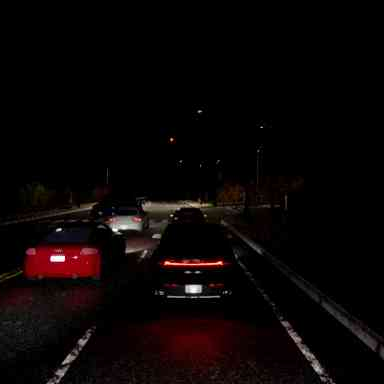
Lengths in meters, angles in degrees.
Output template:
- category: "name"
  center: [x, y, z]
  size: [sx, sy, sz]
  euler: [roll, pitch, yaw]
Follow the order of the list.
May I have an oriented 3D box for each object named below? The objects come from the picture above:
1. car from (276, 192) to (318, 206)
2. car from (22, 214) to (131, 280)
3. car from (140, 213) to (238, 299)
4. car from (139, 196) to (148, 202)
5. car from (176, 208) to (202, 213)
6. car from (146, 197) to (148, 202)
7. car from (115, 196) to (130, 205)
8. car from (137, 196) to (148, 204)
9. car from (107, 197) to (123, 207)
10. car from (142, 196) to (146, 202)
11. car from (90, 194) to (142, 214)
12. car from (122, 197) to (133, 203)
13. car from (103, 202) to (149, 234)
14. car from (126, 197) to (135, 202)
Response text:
- category: "car"
  center: [12.060, 0.746, 38.322]
  size: [4.674, 1.442, 1.812]
  euler: [-3, 0, -2]
- category: "car"
  center: [-3.259, 1.570, 9.978]
  size: [1.994, 1.385, 4.181]
  euler: [0, 0, -1]
- category: "car"
  center: [0.013, 1.509, 8.446]
  size: [1.837, 1.490, 4.892]
  euler: [0, 0, 0]
- category: "car"
  center: [-11.796, 1.731, 81.193]
  size: [2.128, 1.511, 4.902]
  euler: [0, 0, -7]
- category: "car"
  center: [-0.179, 1.561, 17.853]
  size: [2.033, 1.411, 5.357]
  euler: [0, 0, -2]
- category: "car"
  center: [-9.589, 1.684, 61.081]
  size: [1.994, 1.385, 4.181]
  euler: [0, 0, -5]
- category: "car"
  center: [-12.928, 1.615, 61.982]
  size: [2.128, 1.511, 4.902]
  euler: [0, 0, -5]
- category: "car"
  center: [-10.556, 1.684, 71.054]
  size: [2.128, 1.511, 4.902]
  euler: [0, 0, -6]
- category: "car"
  center: [-12.128, 1.615, 52.893]
  size: [1.812, 1.442, 4.674]
  euler: [0, 0, -5]
- category: "car"
  center: [-8.811, 1.578, 52.228]
  size: [2.128, 1.511, 4.902]
  euler: [0, 0, -5]
- category: "car"
  center: [-6.489, 1.232, 28.200]
  size: [2.150, 2.045, 5.566]
  euler: [-1, 1, 12]
- category: "car"
  center: [-13.901, 1.714, 71.708]
  size: [1.994, 1.385, 4.181]
  euler: [0, 0, -7]
- category: "car"
  center: [-3.479, 1.540, 18.722]
  size: [1.812, 1.442, 4.674]
  euler: [0, 0, -3]
- category: "car"
  center: [-15.171, 1.806, 81.953]
  size: [1.895, 1.301, 4.718]
  euler: [0, 0, -8]
